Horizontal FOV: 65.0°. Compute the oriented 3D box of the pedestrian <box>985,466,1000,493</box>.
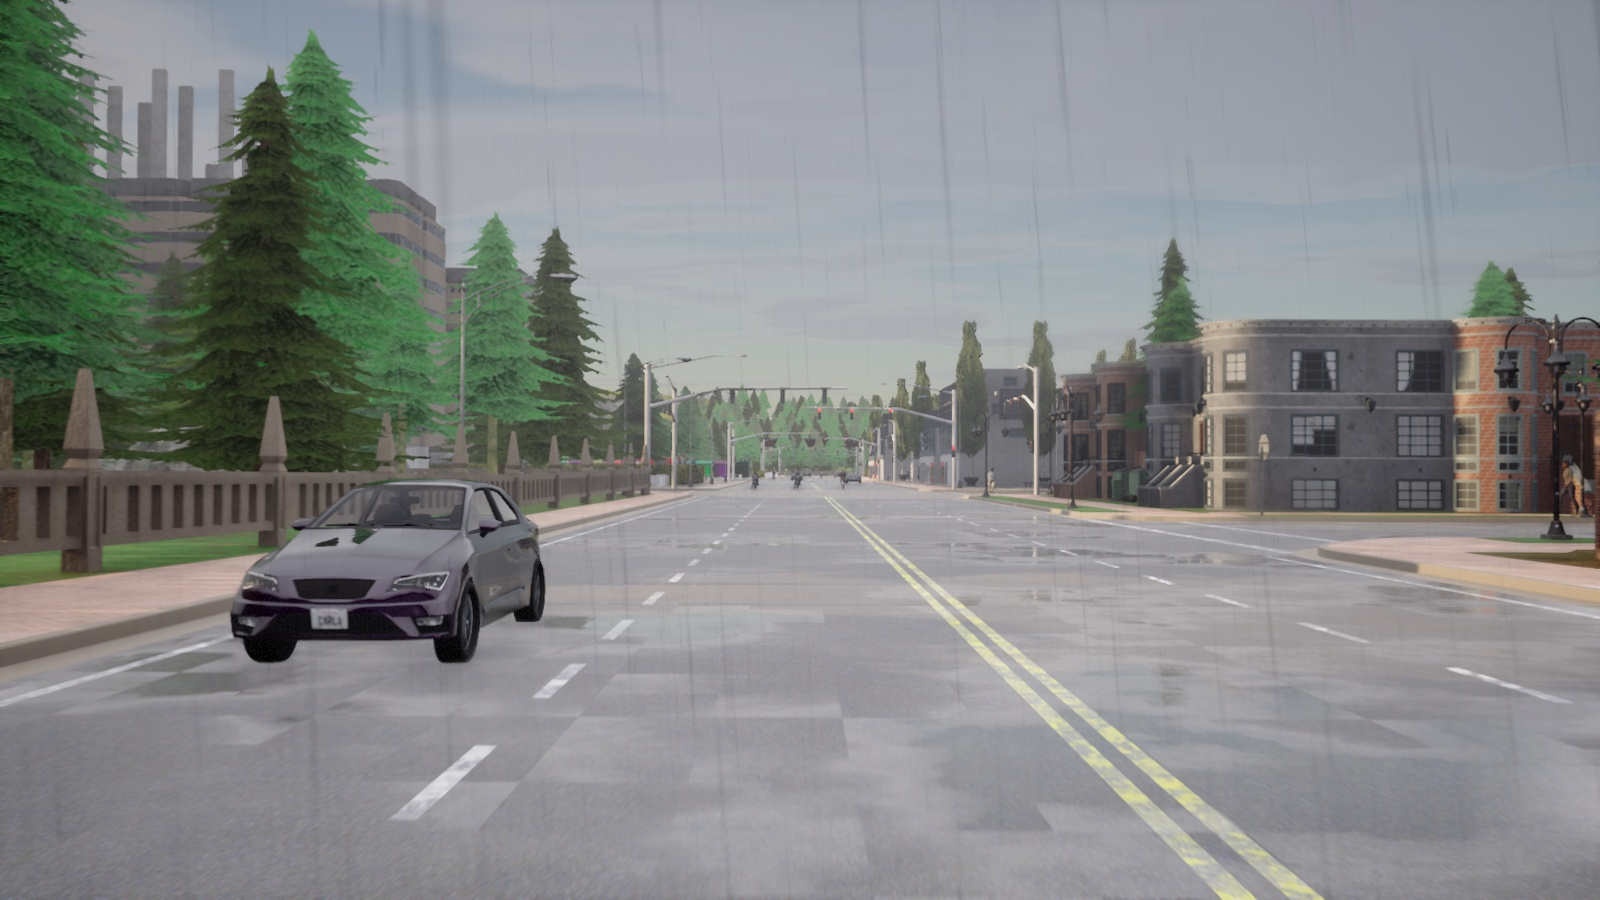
[{"bbox_3d":[13.195,1.998,86.059,0.874,1.855,0.900,0,-1,2],"label":"pedestrian"}]

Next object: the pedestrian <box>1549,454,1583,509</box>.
[{"bbox_3d":[25.603,1.051,41.980,0.869,1.805,0.328,0,-1,7],"label":"pedestrian"}]

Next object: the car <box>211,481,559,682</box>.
[{"bbox_3d":[-3.514,1.035,11.518,1.816,1.474,4.193,0,-1,0],"label":"car"}]
